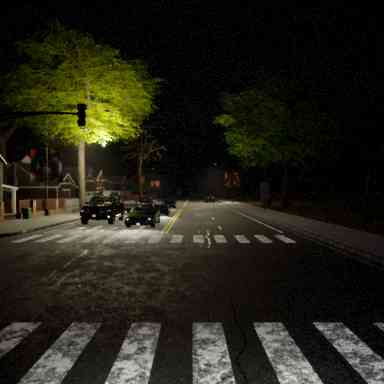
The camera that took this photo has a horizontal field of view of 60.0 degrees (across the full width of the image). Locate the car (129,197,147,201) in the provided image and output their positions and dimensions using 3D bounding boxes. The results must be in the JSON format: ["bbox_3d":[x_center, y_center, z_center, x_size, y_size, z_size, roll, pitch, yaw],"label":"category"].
[{"bbox_3d":[-6.410,1.540,34.970,2.033,1.411,5.357,0,0,0],"label":"car"}]

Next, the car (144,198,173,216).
[{"bbox_3d":[-3.180,1.556,31.898,1.994,1.385,4.181,0,0,0],"label":"car"}]

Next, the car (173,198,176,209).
[{"bbox_3d":[-3.097,1.541,44.919,2.033,1.411,5.357,0,0,0],"label":"car"}]

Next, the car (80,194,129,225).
[{"bbox_3d":[-6.473,1.214,24.663,2.150,2.045,5.566,0,0,0],"label":"car"}]

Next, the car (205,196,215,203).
[{"bbox_3d":[3.715,1.506,67.605,1.837,1.490,4.892,0,0,1],"label":"car"}]

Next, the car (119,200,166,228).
[{"bbox_3d":[-3.230,1.541,22.649,2.033,1.411,5.357,0,0,0],"label":"car"}]
